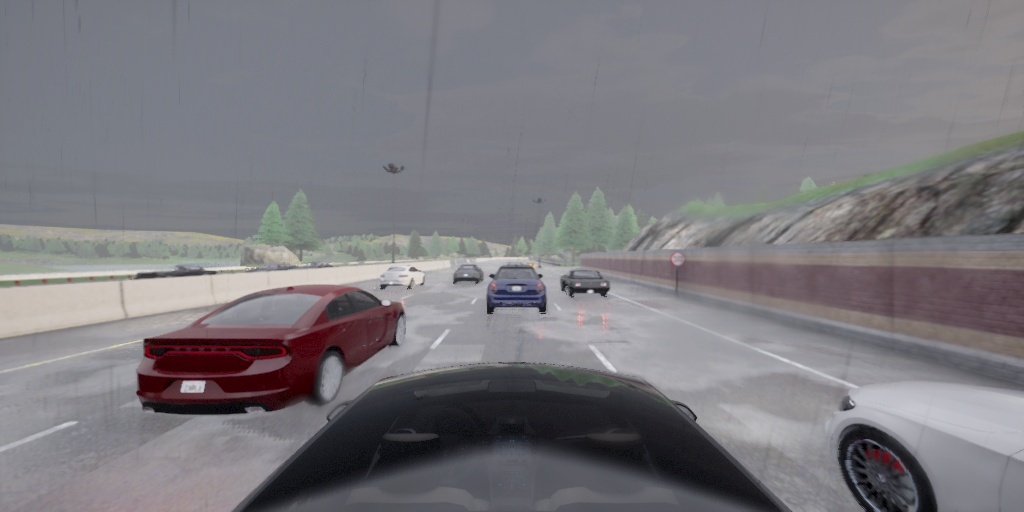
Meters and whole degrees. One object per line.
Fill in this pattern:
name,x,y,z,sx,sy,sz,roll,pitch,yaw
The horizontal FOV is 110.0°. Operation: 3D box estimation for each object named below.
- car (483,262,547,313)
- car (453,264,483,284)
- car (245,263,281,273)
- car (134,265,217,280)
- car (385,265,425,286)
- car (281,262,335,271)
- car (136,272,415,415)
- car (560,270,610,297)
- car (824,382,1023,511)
car,0.160,1.112,14.128,2.097,1.767,4.553,0,0,0
car,-3.277,1.329,27.552,1.994,1.385,4.181,0,0,0
car,-20.857,1.293,31.620,2.033,1.411,5.357,0,0,0
car,-24.436,1.329,26.287,1.895,1.301,4.718,0,0,1
car,-6.802,1.281,22.523,1.812,1.442,4.674,0,0,0
car,-17.361,1.239,31.347,2.128,1.511,4.902,0,0,0
car,-3.366,1.226,6.265,1.882,1.535,5.008,0,0,0
car,3.678,1.371,18.964,1.895,1.301,4.718,0,0,0
car,3.641,1.281,1.130,1.812,1.442,4.674,0,0,0
